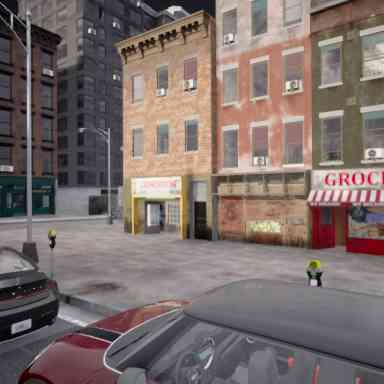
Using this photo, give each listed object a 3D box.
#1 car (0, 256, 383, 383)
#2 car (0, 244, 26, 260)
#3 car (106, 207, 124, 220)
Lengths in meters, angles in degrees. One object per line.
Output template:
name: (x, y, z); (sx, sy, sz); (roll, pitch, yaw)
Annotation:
car: (0.440, 1.440, 2.504); (4.097, 1.590, 1.967); (0, 0, 35)
car: (-4.044, 1.552, 5.695); (4.403, 1.369, 2.008); (0, 0, 35)
car: (-6.466, 2.190, 35.079); (2.033, 1.411, 5.357); (-1, -2, 36)
